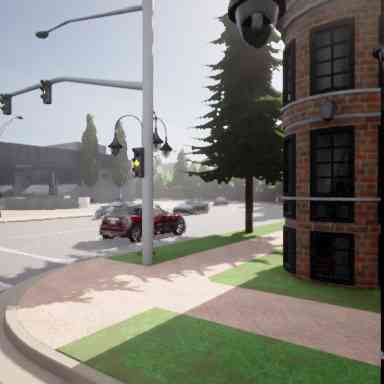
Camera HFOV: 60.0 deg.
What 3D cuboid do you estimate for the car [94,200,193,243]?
[{"bbox_3d":[-2.263,1.345,16.385,2.097,1.767,4.553,0,0,35],"label":"car"}]

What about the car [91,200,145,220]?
[{"bbox_3d":[-6.378,1.514,29.230,1.812,1.442,4.674,0,0,33],"label":"car"}]

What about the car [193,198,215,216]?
[{"bbox_3d":[0.066,1.537,33.151,2.033,1.411,5.357,0,0,26],"label":"car"}]

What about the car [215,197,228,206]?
[{"bbox_3d":[4.715,1.512,54.119,1.812,1.442,4.674,0,0,-2],"label":"car"}]

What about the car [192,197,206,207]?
[{"bbox_3d":[1.097,1.549,51.376,1.994,1.385,4.181,0,0,2],"label":"car"}]
